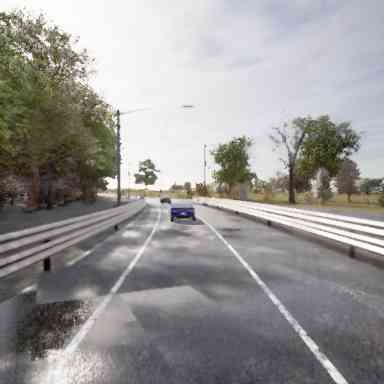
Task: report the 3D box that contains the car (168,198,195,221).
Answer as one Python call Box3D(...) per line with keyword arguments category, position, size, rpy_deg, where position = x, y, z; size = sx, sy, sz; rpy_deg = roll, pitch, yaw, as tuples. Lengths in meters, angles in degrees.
Box3D(category="car", position=(-0.841, 1.471, 27.446), size=(1.882, 1.535, 5.008), rpy_deg=(0, 0, -4))

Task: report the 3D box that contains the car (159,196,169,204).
Box3D(category="car", position=(-5.051, 1.471, 62.005), size=(1.837, 1.490, 4.892), rpy_deg=(0, 0, -10))
